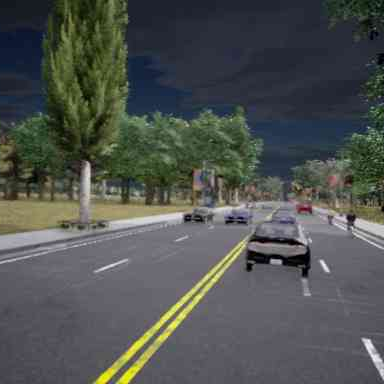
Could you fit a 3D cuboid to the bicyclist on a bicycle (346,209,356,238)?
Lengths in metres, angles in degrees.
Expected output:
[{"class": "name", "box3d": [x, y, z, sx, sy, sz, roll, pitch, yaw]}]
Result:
[{"class": "bicyclist on a bicycle", "box3d": [9.700, 1.928, 20.362, 0.659, 1.776, 1.843, 2, -1, 16]}]

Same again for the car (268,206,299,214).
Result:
[{"class": "car", "box3d": [7.831, 2.165, 28.621, 1.994, 1.385, 4.181, 2, -1, 16]}]

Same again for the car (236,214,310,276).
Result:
[{"class": "car", "box3d": [2.941, 1.725, 11.338, 2.128, 1.511, 4.902, 2, -1, 16]}]

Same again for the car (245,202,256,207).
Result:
[{"class": "car", "box3d": [11.812, 2.722, 66.919, 2.128, 1.511, 4.902, 2, -1, 16]}]

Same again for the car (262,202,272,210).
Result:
[{"class": "car", "box3d": [15.051, 2.825, 66.421, 1.812, 1.442, 4.674, 2, -1, 16]}]

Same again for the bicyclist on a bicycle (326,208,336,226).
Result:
[{"class": "bicyclist on a bicycle", "box3d": [12.298, 2.188, 29.477, 0.866, 1.612, 1.509, 2, -1, 16]}]

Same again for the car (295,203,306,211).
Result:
[{"class": "car", "box3d": [22.883, 3.073, 70.220, 1.882, 1.535, 5.008, 2, -1, 16]}]

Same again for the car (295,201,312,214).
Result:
[{"class": "car", "box3d": [18.818, 2.502, 55.454, 2.150, 2.045, 5.566, 2, -1, 16]}]

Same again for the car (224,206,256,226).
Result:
[{"class": "car", "box3d": [3.923, 2.065, 27.478, 1.895, 1.301, 4.718, 2, -1, 16]}]

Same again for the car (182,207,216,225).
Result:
[{"class": "car", "box3d": [0.684, 1.970, 27.966, 1.895, 1.301, 4.718, 2, -1, 16]}]
